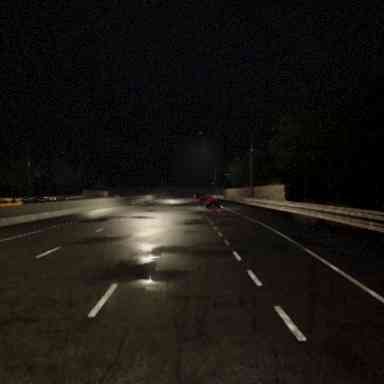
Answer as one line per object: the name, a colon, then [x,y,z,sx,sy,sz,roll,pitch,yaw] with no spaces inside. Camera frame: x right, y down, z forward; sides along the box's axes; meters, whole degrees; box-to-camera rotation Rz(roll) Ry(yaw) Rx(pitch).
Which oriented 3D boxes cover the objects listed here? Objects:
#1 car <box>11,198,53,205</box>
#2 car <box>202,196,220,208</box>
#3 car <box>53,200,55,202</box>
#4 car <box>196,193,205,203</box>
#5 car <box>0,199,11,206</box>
car: [-18.106,1.613,37.857,1.837,1.490,4.892,0,0,-1]
car: [2.847,1.538,47.291,1.812,1.442,4.674,0,0,-1]
car: [-28.905,1.776,65.825,1.895,1.301,4.718,0,0,-1]
car: [2.504,1.524,72.626,1.882,1.535,5.008,0,0,-1]
car: [-21.615,1.601,38.657,1.882,1.535,5.008,0,0,0]
